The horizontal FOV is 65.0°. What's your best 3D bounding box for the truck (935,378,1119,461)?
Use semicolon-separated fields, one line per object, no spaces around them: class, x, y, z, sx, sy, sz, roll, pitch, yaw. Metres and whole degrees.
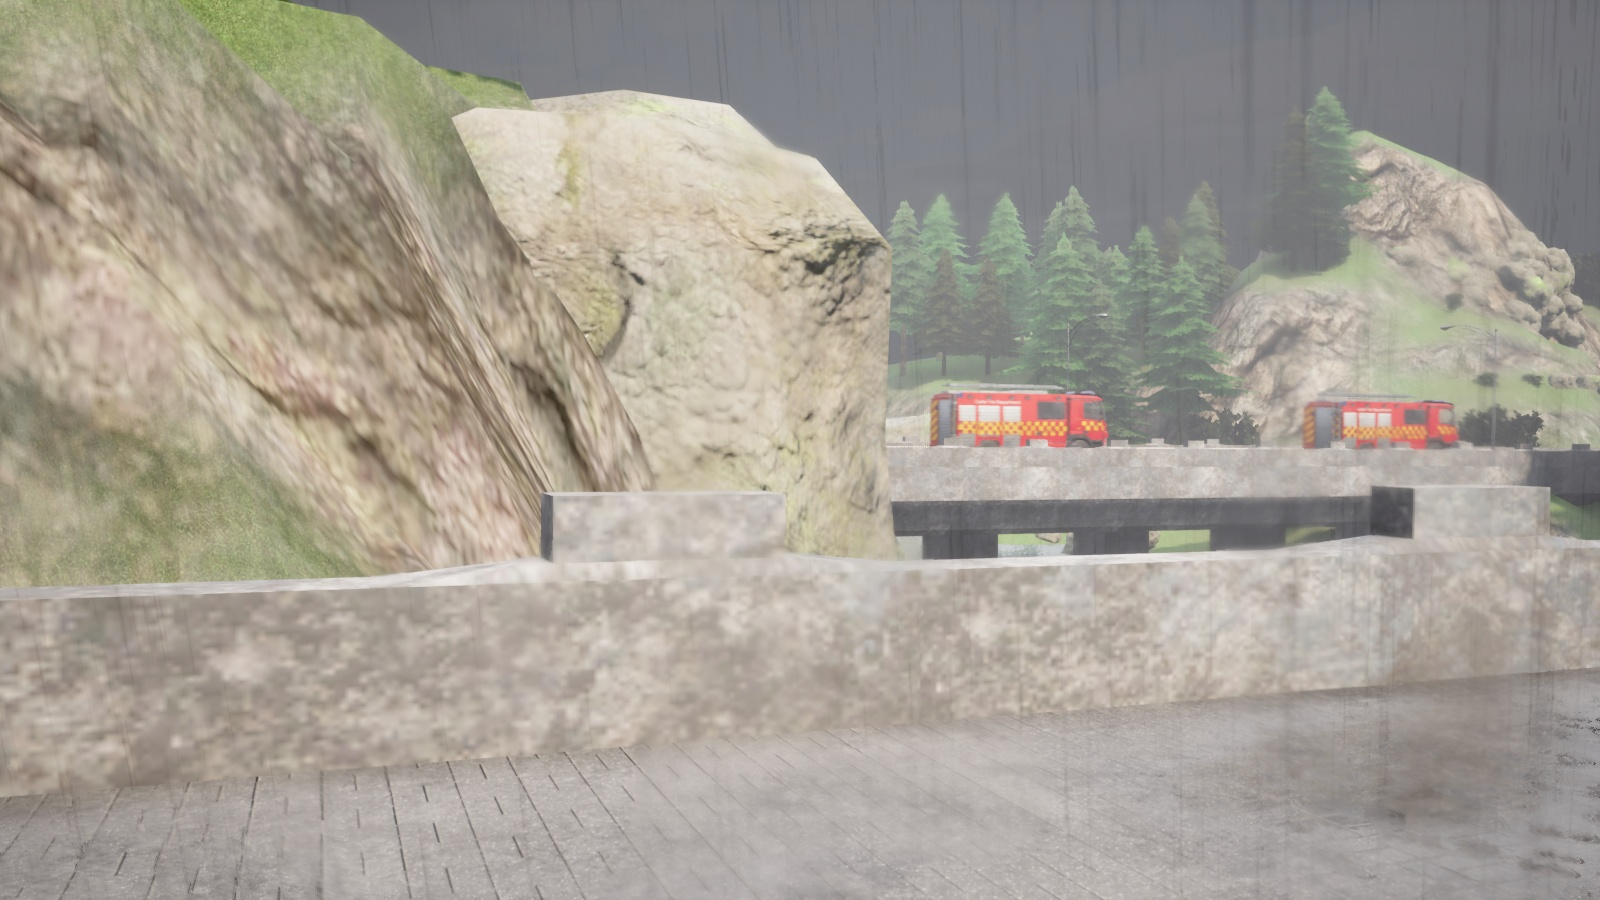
truck;11.025;-1.476;60.909;8.468;3.827;2.891;-1;1;-21

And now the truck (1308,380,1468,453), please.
truck;32.315;-1.838;69.011;8.468;3.827;2.891;-1;1;-21
